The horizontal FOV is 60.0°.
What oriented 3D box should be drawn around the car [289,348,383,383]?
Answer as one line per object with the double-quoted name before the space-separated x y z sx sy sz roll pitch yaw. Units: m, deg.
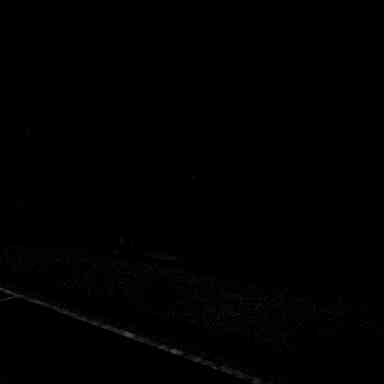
"car" 2.184 1.445 1.289 4.097 1.590 1.967 0 0 35
